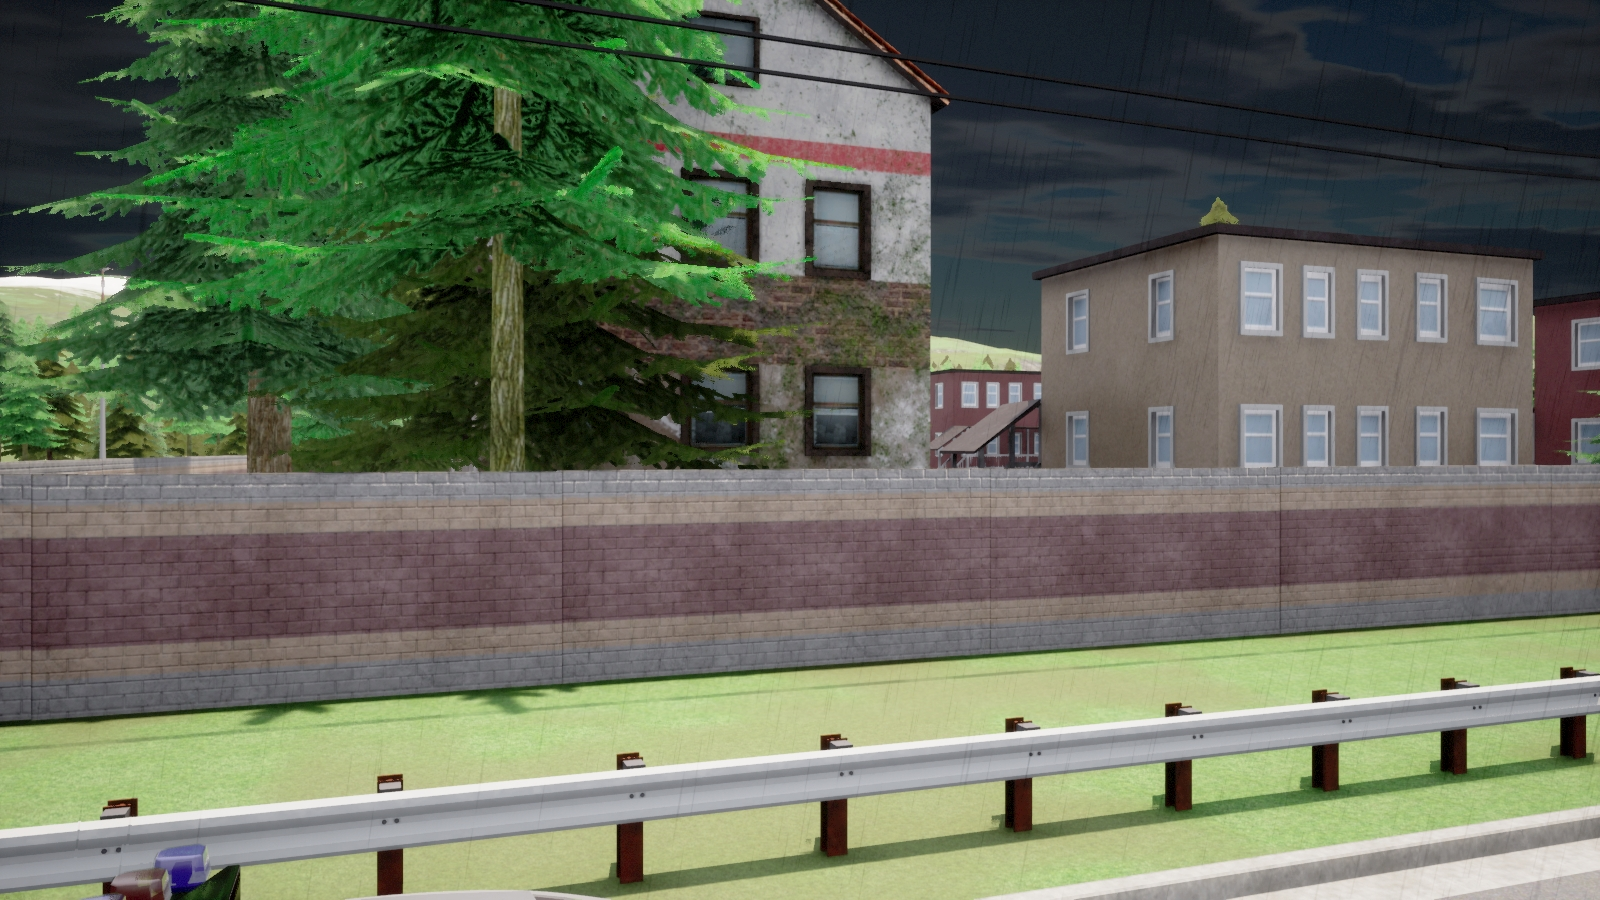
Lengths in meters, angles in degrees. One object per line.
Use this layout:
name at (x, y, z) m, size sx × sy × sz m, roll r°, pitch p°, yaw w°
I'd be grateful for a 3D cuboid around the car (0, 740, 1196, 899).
car at (-1.671, 1.982, 2.695) m, size 5.238 × 1.638 × 2.097 m, roll 0°, pitch 0°, yaw -20°
